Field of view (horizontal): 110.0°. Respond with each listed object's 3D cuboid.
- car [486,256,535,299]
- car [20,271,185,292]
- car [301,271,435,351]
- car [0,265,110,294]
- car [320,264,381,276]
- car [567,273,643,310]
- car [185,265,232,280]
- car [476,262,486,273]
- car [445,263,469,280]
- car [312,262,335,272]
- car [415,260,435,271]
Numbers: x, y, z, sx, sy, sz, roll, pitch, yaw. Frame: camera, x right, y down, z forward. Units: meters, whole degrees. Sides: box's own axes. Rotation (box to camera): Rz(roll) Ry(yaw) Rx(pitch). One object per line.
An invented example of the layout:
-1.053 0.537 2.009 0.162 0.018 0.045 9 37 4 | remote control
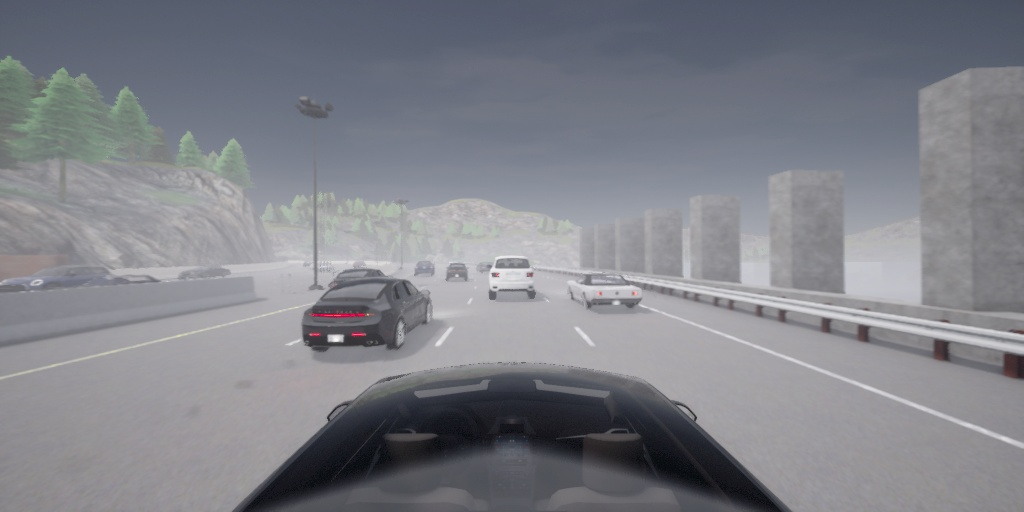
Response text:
-0.127 1.019 18.810 2.150 2.045 5.566 0 0 -4 | car
-17.782 1.533 16.036 1.895 1.301 4.718 0 0 -3 | car
-3.363 1.303 9.185 1.837 1.490 4.892 0 0 -1 | car
-25.072 1.353 20.029 2.097 1.767 4.553 0 0 -4 | car
-7.106 1.355 17.349 1.837 1.490 4.892 0 0 -3 | car
3.573 1.357 14.795 1.895 1.301 4.718 0 0 -2 | car
-30.522 1.636 35.890 2.033 1.411 5.357 0 0 -9 | car
-3.403 1.442 45.502 2.033 1.411 5.357 0 0 -13 | car
-5.001 1.379 32.647 1.837 1.490 4.892 1 0 -8 | car
-26.911 1.627 51.938 1.812 1.442 4.674 0 0 -14 | car
-9.911 1.286 40.925 2.097 1.767 4.553 -1 0 -11 | car
